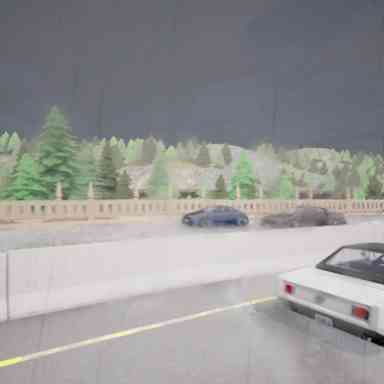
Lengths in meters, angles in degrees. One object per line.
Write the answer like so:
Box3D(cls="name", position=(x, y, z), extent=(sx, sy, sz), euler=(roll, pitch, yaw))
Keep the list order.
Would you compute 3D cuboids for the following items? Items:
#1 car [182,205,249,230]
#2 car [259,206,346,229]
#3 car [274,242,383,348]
Box3D(cls="car", position=(1.486, 1.533, 20.872), extent=(4.181, 1.385, 1.994), euler=(0, 0, -27))
Box3D(cls="car", position=(6.633, 1.545, 19.631), extent=(5.357, 1.411, 2.033), euler=(0, 0, -25))
Box3D(cls="car", position=(3.834, 1.601, 6.014), extent=(4.718, 1.301, 1.895), euler=(0, 0, -31))
